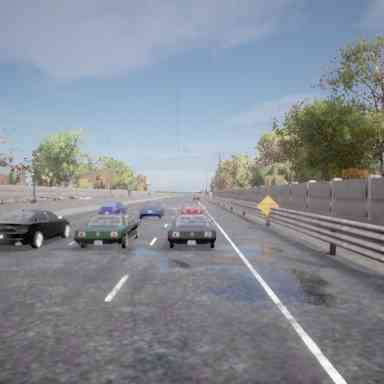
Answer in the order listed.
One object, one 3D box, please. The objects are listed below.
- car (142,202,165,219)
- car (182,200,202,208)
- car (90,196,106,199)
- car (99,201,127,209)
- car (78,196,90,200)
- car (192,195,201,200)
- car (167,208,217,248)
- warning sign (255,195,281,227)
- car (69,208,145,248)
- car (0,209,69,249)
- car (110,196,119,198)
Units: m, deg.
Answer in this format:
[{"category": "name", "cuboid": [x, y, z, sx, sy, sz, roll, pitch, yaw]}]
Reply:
[{"category": "car", "cuboid": [-3.500, 1.590, 29.650, 1.994, 1.385, 4.181, 0, 0, 0]}, {"category": "car", "cuboid": [0.000, 1.634, 29.680, 1.895, 1.301, 4.718, 0, 0, 0]}, {"category": "car", "cuboid": [-21.000, 1.588, 75.958, 2.128, 1.511, 4.902, 0, 0, 0]}, {"category": "car", "cuboid": [-7.000, 1.550, 29.650, 1.812, 1.442, 4.674, 0, 0, 0]}, {"category": "car", "cuboid": [-24.500, 1.587, 75.958, 1.812, 1.442, 4.674, 0, 0, 0]}, {"category": "car", "cuboid": [1.224, 1.497, 89.877, 2.097, 1.767, 4.553, 0, 0, 0]}, {"category": "car", "cuboid": [0.000, 1.620, 14.680, 1.895, 1.301, 4.718, 0, 0, 0]}, {"category": "warning sign", "cuboid": [4.549, 1.121, 19.907, 1.300, 1.860, 1.060, 0, 0, 0]}, {"category": "car", "cuboid": [-3.500, 1.620, 14.680, 1.895, 1.301, 4.718, 0, 0, 0]}, {"category": "car", "cuboid": [-7.000, 1.488, 14.650, 1.882, 1.535, 5.008, 0, 0, 0]}, {"category": "car", "cuboid": [-17.499, 1.588, 75.958, 2.128, 1.511, 4.902, 0, 0, 0]}]
